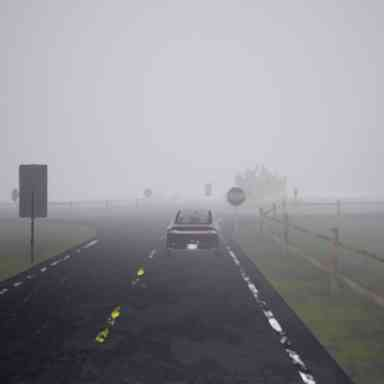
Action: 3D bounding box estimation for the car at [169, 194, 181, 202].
[{"bbox_3d":[-3.046,1.067,61.140,1.994,1.385,4.181,0,0,-1],"label":"car"}]

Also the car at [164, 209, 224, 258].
[{"bbox_3d":[0.133,1.384,12.208,2.128,1.511,4.902,0,0,3],"label":"car"}]
